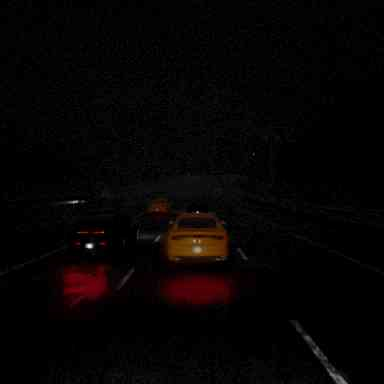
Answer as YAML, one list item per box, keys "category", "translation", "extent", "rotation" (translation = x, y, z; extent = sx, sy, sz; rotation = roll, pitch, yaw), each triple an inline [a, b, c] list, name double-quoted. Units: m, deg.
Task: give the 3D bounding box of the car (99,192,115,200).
- category: "car"
  translation: [-15.837, 0.758, 62.225]
  extent: [1.882, 1.535, 5.008]
  rotation: [0, 1, 3]

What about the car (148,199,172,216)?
- category: "car"
  translation: [-2.941, 1.356, 31.394]
  extent: [1.882, 1.535, 5.008]
  rotation: [0, 1, 2]

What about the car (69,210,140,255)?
- category: "car"
  translation: [-3.301, 1.497, 13.227]
  extent: [1.837, 1.490, 4.892]
  rotation: [0, 0, 1]

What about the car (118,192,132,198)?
- category: "car"
  translation: [-12.349, 0.810, 62.046]
  extent: [1.812, 1.442, 4.674]
  rotation: [0, 1, 4]

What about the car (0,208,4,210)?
- category: "car"
  translation: [-13.865, 1.519, 21.758]
  extent: [1.994, 1.385, 4.181]
  rotation: [0, 0, 1]

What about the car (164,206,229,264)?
- category: "car"
  translation: [0.182, 1.473, 11.820]
  extent: [1.882, 1.535, 5.008]
  rotation: [0, 0, 1]

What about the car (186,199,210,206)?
- category: "car"
  translation: [0.523, 1.400, 29.991]
  extent: [1.837, 1.490, 4.892]
  rotation: [0, 1, 1]

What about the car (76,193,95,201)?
- category: "car"
  translation: [-19.424, 0.922, 60.628]
  extent: [1.895, 1.301, 4.718]
  rotation: [0, 1, 3]
